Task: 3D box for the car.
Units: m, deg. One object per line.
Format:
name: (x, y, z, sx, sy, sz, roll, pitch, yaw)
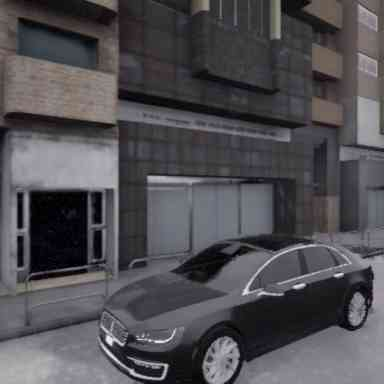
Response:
car: (1.017, 1.501, 5.305, 4.892, 1.490, 1.837, 0, 0, -35)
